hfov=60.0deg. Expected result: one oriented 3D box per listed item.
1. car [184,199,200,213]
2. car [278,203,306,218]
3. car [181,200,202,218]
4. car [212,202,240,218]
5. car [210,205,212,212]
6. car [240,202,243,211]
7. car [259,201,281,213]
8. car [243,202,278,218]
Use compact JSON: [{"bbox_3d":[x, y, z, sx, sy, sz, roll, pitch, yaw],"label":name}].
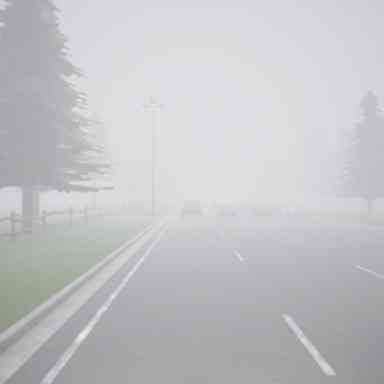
[{"bbox_3d":[-0.007,1.800,45.164,2.097,1.767,4.553,0,-1,0],"label":"car"},{"bbox_3d":[10.493,1.873,34.893,1.812,1.442,4.674,0,-1,0],"label":"car"},{"bbox_3d":[-0.007,1.699,34.862,2.097,1.767,4.553,0,-1,0],"label":"car"},{"bbox_3d":[3.493,1.911,34.891,1.994,1.385,4.181,0,-1,0],"label":"car"},{"bbox_3d":[3.492,2.050,45.138,1.895,1.301,4.718,0,-1,0],"label":"car"},{"bbox_3d":[6.991,2.012,44.969,1.994,1.385,4.181,0,-1,0],"label":"car"},{"bbox_3d":[10.491,2.011,44.928,1.994,1.385,4.181,0,-1,0],"label":"car"},{"bbox_3d":[6.993,1.891,34.475,2.033,1.411,5.357,0,-1,0],"label":"car"}]
